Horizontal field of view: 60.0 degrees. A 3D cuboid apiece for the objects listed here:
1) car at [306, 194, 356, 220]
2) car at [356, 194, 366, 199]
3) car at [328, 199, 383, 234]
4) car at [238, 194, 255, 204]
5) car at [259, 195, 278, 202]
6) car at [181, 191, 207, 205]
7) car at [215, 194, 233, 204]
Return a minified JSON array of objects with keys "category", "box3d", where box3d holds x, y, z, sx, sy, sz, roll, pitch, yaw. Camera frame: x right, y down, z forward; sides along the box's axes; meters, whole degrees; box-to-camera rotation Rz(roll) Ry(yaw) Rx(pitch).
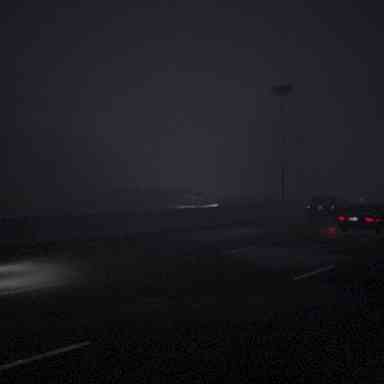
[{"category":"car","box3d":[9.816,1.034,23.685,2.097,1.767,4.553,0,1,38]},{"category":"car","box3d":[18.862,0.968,38.268,1.812,1.442,4.674,-1,1,26]},{"category":"car","box3d":[9.257,1.285,17.398,2.033,1.411,5.357,0,1,42]},{"category":"car","box3d":[8.116,1.029,48.867,1.812,1.442,4.674,-1,0,20]},{"category":"car","box3d":[10.530,1.060,45.651,1.994,1.385,4.181,-1,1,23]},{"category":"car","box3d":[0.434,0.829,48.503,2.150,2.045,5.566,0,1,24]},{"category":"car","box3d":[4.900,1.028,50.263,2.128,1.511,4.902,-1,0,20]}]
